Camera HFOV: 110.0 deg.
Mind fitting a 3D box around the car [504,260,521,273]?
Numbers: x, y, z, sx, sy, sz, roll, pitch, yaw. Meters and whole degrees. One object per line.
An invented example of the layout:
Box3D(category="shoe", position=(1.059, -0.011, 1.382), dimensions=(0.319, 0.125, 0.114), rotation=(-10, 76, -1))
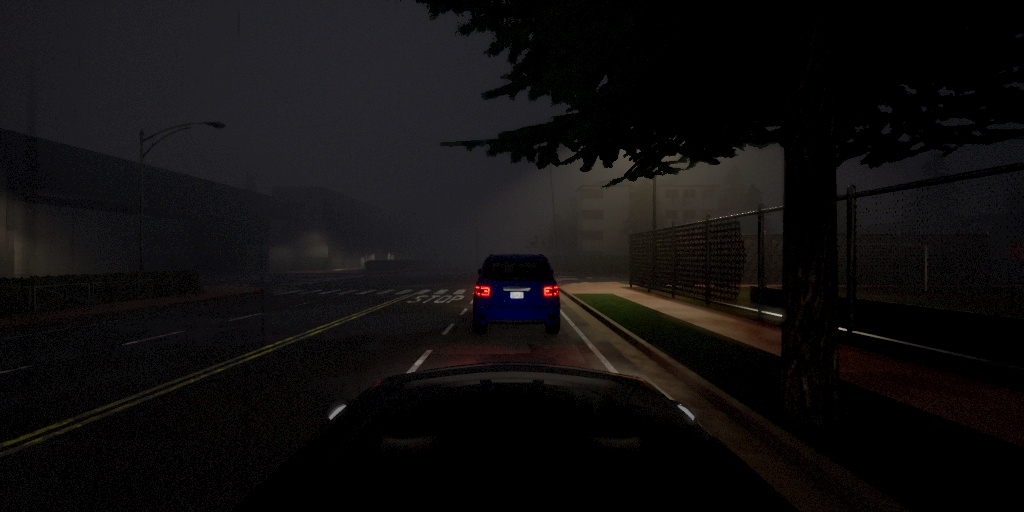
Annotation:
Box3D(category="car", position=(0.025, 1.242, 45.602), dimensions=(2.128, 1.511, 4.902), rotation=(0, 0, 0))

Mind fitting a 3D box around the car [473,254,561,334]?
Box3D(category="car", position=(0.115, 0.972, 10.727), dimensions=(2.150, 2.045, 5.566), rotation=(0, 0, 0))
